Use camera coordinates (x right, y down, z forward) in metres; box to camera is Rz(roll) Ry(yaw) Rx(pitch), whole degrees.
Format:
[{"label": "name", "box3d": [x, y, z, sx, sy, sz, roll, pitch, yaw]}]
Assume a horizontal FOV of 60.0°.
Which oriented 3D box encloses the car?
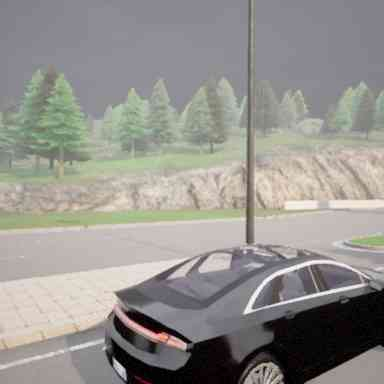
[{"label": "car", "box3d": [1.267, 1.519, 4.649, 4.902, 1.511, 2.128, 1, 0, -35]}]
